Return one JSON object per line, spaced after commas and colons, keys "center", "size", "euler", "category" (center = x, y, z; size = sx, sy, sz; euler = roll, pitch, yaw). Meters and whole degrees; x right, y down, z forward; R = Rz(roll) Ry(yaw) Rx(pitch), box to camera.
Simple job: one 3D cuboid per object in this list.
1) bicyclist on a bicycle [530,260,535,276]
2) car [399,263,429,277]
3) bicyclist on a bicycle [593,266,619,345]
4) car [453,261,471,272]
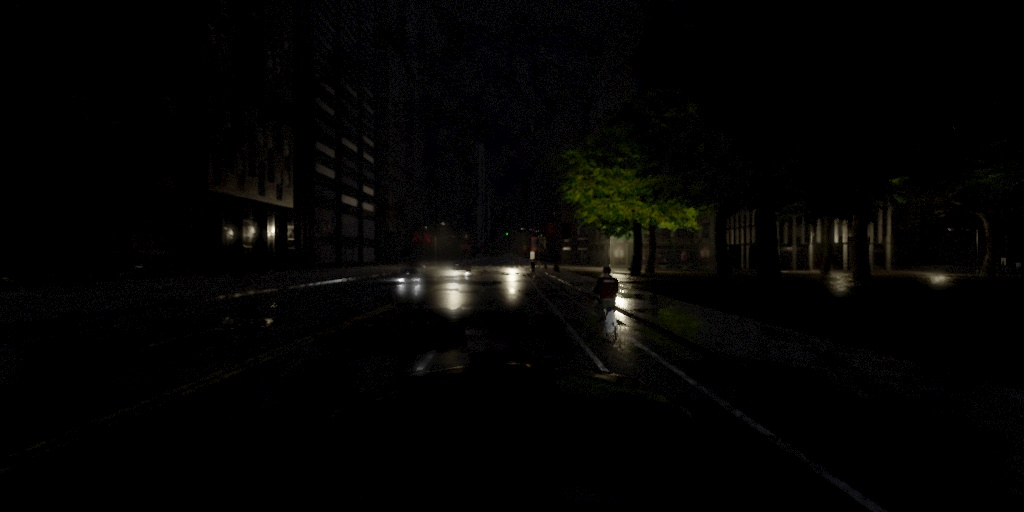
{"center": [2.196, 1.263, 37.401], "size": [0.582, 1.620, 1.656], "euler": [0, 0, 0], "category": "bicyclist on a bicycle"}
{"center": [-9.898, 1.408, 36.450], "size": [1.895, 1.301, 4.718], "euler": [0, 0, 0], "category": "car"}
{"center": [2.238, 1.127, 8.662], "size": [0.659, 1.776, 1.843], "euler": [0, 0, 0], "category": "bicyclist on a bicycle"}
{"center": [-6.619, 1.368, 47.958], "size": [1.812, 1.442, 4.674], "euler": [0, 0, 0], "category": "car"}
